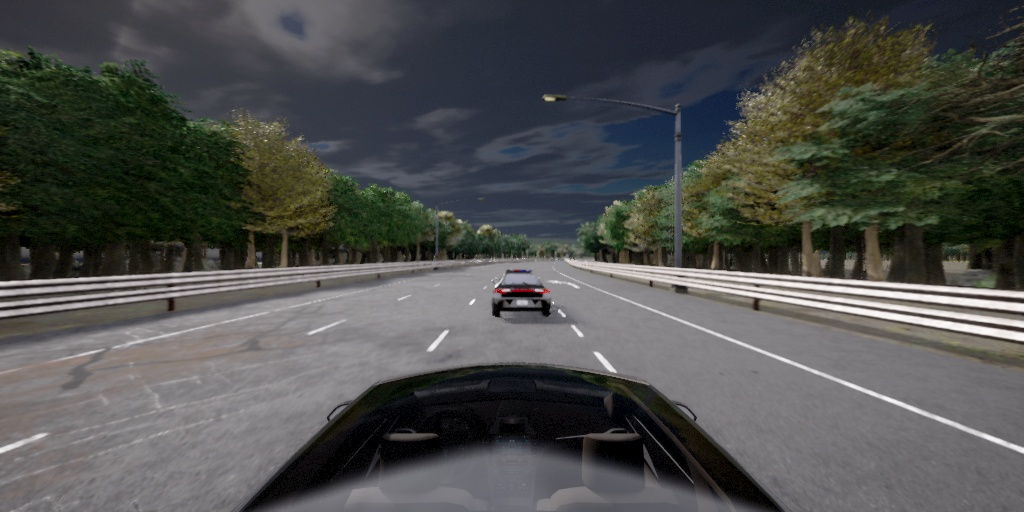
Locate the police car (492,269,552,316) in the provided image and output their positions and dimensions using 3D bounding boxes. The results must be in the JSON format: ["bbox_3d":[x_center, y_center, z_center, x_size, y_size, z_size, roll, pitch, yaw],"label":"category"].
[{"bbox_3d":[0.264,1.297,13.642,2.038,1.542,4.974,0,0,-2],"label":"police car"}]
